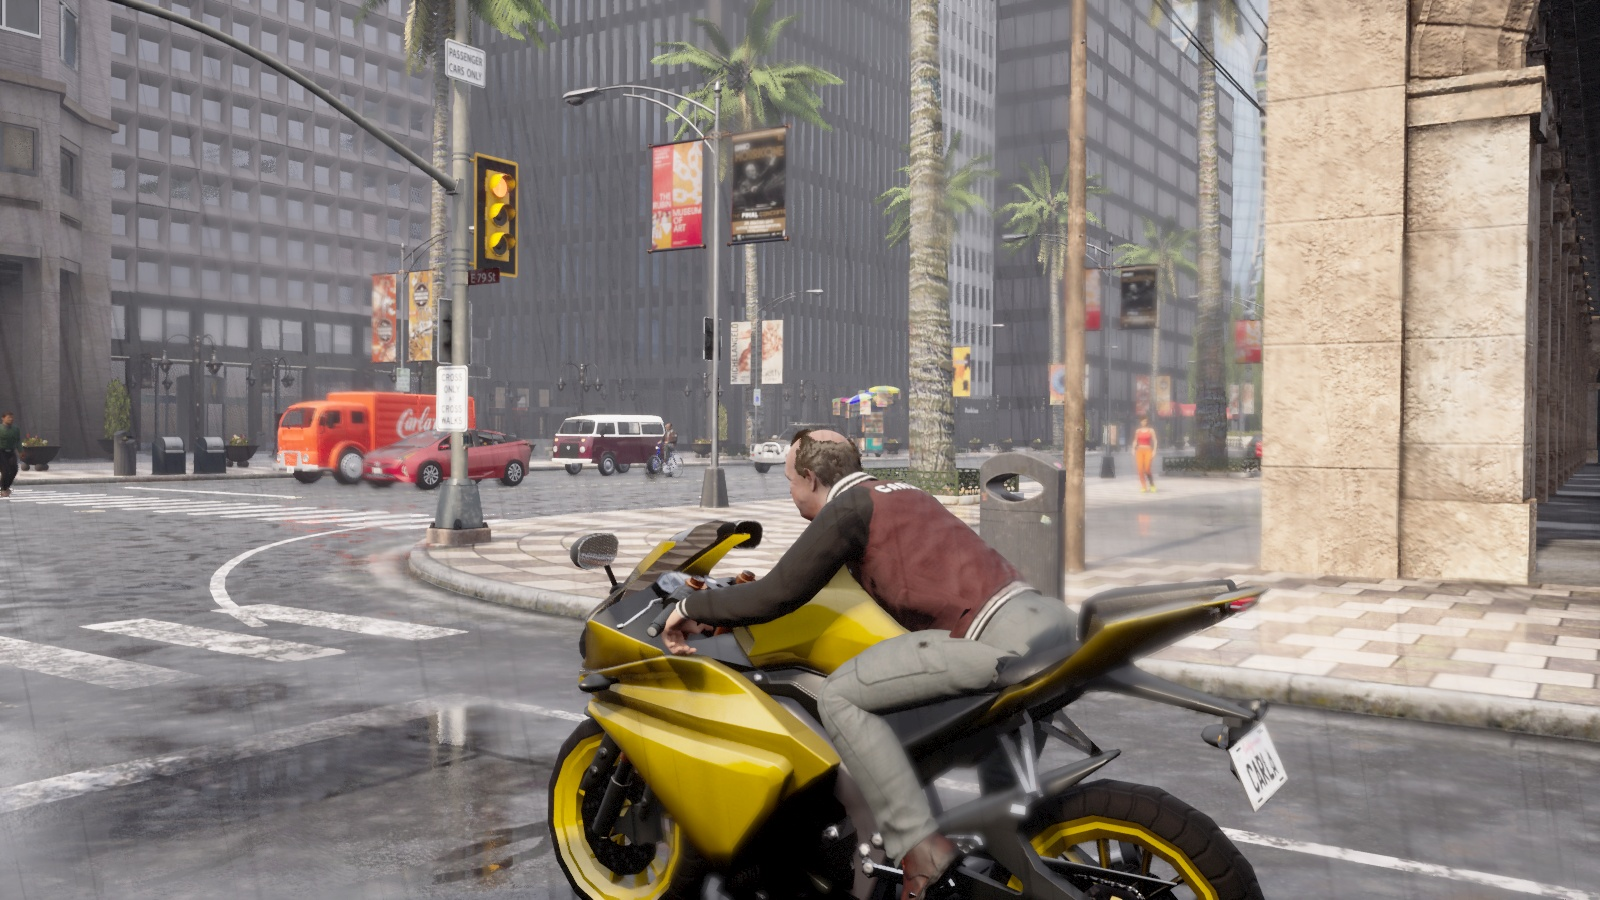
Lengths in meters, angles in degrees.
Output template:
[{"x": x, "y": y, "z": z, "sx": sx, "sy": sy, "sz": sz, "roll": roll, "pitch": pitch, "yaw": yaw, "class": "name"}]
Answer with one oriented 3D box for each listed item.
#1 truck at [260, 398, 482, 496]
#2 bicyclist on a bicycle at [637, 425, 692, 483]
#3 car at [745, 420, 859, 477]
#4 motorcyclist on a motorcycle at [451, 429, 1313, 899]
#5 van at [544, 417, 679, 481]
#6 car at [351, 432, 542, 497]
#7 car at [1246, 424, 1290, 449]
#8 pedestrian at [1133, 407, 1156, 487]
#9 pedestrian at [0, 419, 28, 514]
[{"x": -11.689, "y": -0.122, "z": 34.589, "sx": 2.627, "sy": 2.467, "sz": 5.204, "roll": 0, "pitch": 1, "yaw": 35, "class": "truck"}, {"x": -4.253, "y": 0.101, "z": 39.519, "sx": 0.659, "sy": 1.776, "sz": 1.843, "roll": 0, "pitch": 1, "yaw": 33, "class": "bicyclist on a bicycle"}, {"x": 0.146, "y": -0.091, "z": 46.181, "sx": 1.932, "sy": 1.855, "sz": 4.605, "roll": 0, "pitch": 3, "yaw": 33, "class": "car"}, {"x": 0.146, "y": 0.718, "z": 3.421, "sx": 2.191, "sy": 1.530, "sz": 0.866, "roll": 0, "pitch": 1, "yaw": 33, "class": "motorcyclist on a motorcycle"}, {"x": -6.340, "y": -0.071, "z": 42.710, "sx": 2.069, "sy": 2.038, "sz": 4.480, "roll": 0, "pitch": 1, "yaw": 33, "class": "van"}, {"x": -8.995, "y": 0.318, "z": 32.343, "sx": 2.007, "sy": 1.525, "sz": 4.514, "roll": 0, "pitch": 1, "yaw": 33, "class": "car"}, {"x": 34.670, "y": -0.994, "z": 92.996, "sx": 2.097, "sy": 1.767, "sz": 4.553, "roll": 0, "pitch": 1, "yaw": 33, "class": "car"}, {"x": 7.986, "y": -0.082, "z": 29.131, "sx": 0.345, "sy": 1.836, "sz": 0.594, "roll": 0, "pitch": 1, "yaw": 33, "class": "pedestrian"}, {"x": -16.444, "y": 0.331, "z": 26.063, "sx": 0.788, "sy": 1.949, "sz": 0.423, "roll": 0, "pitch": 1, "yaw": 34, "class": "pedestrian"}]
